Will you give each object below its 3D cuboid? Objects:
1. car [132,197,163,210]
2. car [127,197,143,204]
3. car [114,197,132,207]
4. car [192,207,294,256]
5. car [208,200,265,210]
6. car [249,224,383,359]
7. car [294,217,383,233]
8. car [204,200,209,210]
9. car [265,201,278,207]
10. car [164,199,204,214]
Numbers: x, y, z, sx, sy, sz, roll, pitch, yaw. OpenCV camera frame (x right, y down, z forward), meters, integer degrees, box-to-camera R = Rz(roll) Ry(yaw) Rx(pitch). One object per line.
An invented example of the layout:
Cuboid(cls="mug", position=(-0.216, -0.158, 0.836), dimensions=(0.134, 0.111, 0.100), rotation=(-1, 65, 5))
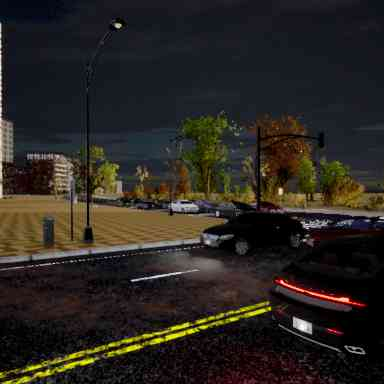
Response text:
Cuboid(cls="car", position=(-6.189, 1.667, 45.535), dimensions=(1.994, 1.385, 4.181), rotation=(0, 0, -31))
Cuboid(cls="car", position=(-11.849, 1.681, 68.807), dimensions=(1.994, 1.385, 4.181), rotation=(0, 0, -29))
Cuboid(cls="car", position=(-11.237, 1.625, 54.200), dimensions=(1.837, 1.490, 4.892), rotation=(0, 1, -29))
Cuboid(cls="car", position=(2.515, 1.524, 13.176), dimensions=(4.674, 1.442, 1.812), rotation=(0, 0, -33))
Cuboid(cls="car", position=(3.795, 1.564, 29.216), dimensions=(1.837, 1.490, 4.892), rotation=(0, 0, -32))
Cuboid(cls="car", position=(3.452, 1.504, 5.733), dimensions=(4.892, 1.490, 1.837), rotation=(0, 0, -34))
Cuboid(cls="car", position=(5.777, 1.563, 11.429), dimensions=(4.181, 1.385, 1.994), rotation=(0, 0, -33))
Cuboid(cls="car", position=(1.511, 1.618, 39.111), dimensions=(2.033, 1.411, 5.357), rotation=(0, 0, -32))
Cuboid(cls="car", position=(6.597, 1.573, 30.849), dimensions=(1.812, 1.442, 4.674), rotation=(0, 0, -30))
Cuboid(cls="car", position=(-1.007, 1.607, 37.004), dimensions=(1.812, 1.442, 4.674), rotation=(0, 0, -31))
